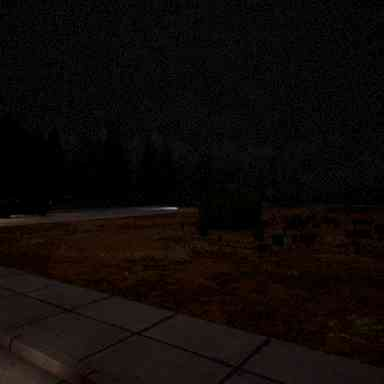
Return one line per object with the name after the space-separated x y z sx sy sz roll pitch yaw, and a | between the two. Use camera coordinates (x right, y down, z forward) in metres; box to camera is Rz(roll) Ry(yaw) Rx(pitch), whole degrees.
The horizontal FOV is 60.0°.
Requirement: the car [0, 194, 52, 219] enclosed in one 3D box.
-15.432 1.245 29.880 2.150 2.045 5.566 0 0 36 | car

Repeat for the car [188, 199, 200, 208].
1.880 1.590 47.269 1.994 1.385 4.181 0 0 39 | car

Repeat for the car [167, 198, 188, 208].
-1.721 1.590 48.415 1.994 1.385 4.181 0 0 37 | car
